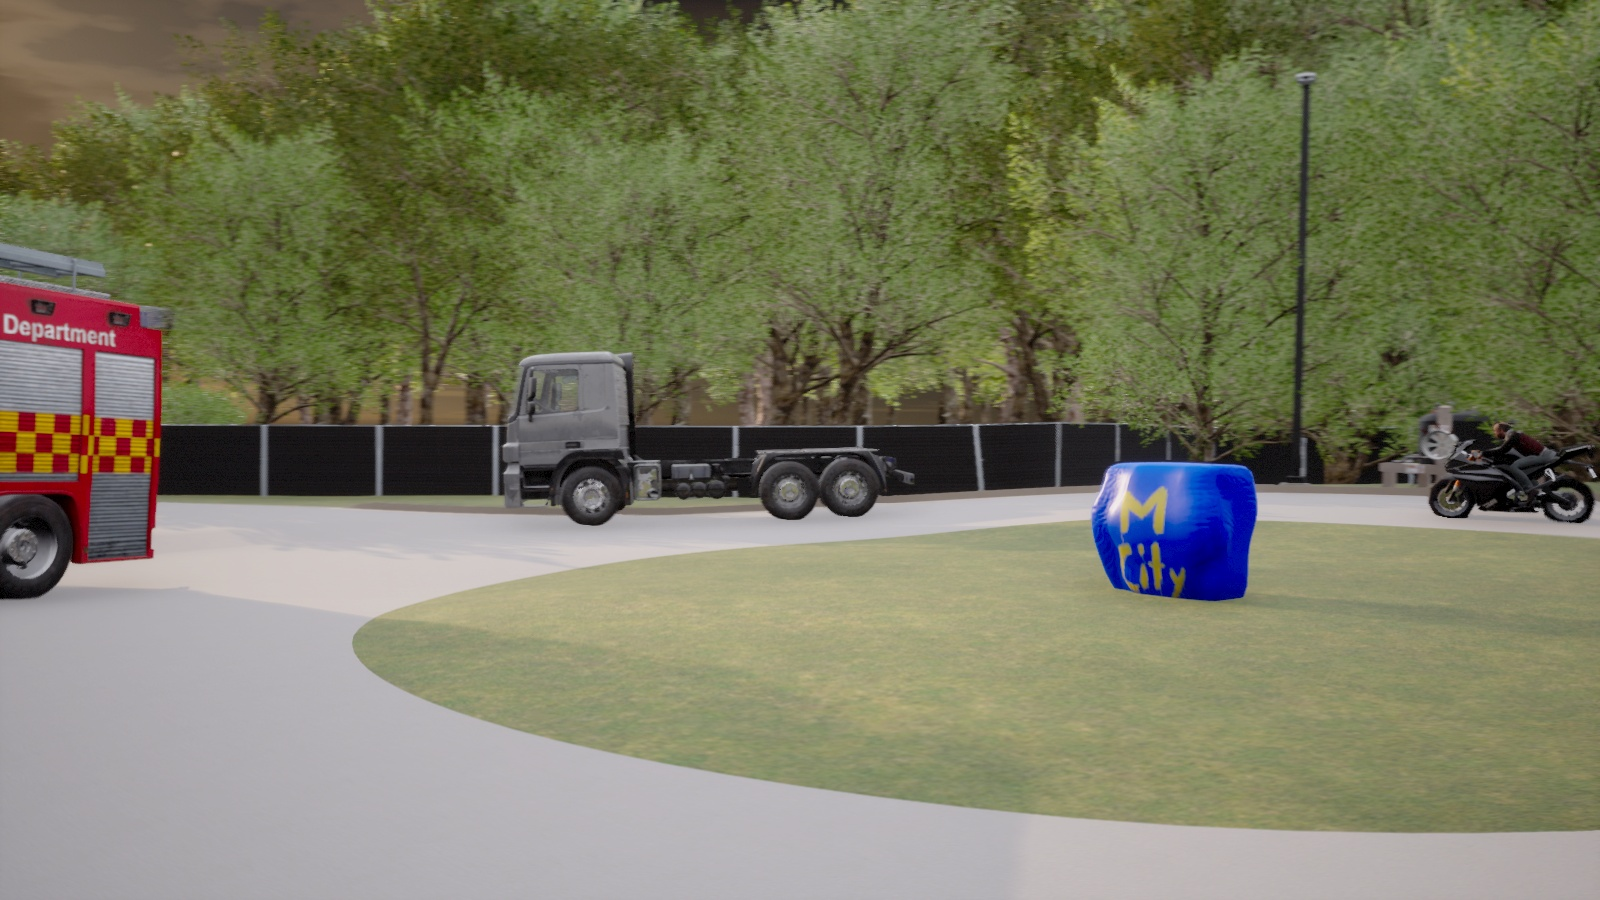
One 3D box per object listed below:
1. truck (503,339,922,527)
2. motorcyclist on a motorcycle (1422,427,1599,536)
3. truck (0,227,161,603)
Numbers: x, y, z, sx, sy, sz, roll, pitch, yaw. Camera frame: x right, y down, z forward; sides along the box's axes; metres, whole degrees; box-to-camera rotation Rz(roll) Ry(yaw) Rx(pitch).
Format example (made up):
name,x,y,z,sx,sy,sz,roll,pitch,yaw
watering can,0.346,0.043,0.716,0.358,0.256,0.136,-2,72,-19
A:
name,x,y,z,sx,sy,sz,roll,pitch,yaw
truck,-1.706,-0.365,25.456,7.936,3.462,2.891,-1,1,-3
motorcyclist on a motorcycle,10.675,0.432,18.910,2.191,1.530,0.866,1,2,40
truck,-10.183,-0.471,11.056,2.891,3.827,8.468,3,-1,17
